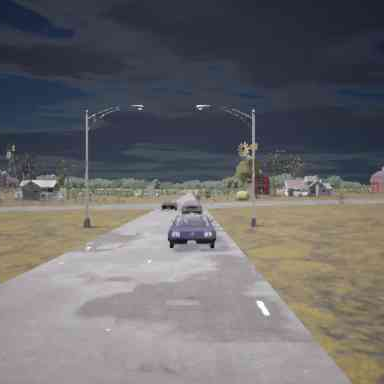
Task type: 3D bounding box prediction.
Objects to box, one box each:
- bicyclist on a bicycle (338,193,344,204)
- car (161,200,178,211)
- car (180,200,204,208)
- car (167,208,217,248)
[{"bbox_3d":[22.848,1.030,51.041,0.582,1.620,1.656,-1,0,0],"label":"bicyclist on a bicycle"},{"bbox_3d":[-2.749,1.673,41.707,1.895,1.301,4.718,0,0,0],"label":"car"},{"bbox_3d":[0.001,1.522,29.656,1.837,1.490,4.892,0,0,0],"label":"car"},{"bbox_3d":[0.001,1.614,14.683,1.895,1.301,4.718,0,0,0],"label":"car"}]
